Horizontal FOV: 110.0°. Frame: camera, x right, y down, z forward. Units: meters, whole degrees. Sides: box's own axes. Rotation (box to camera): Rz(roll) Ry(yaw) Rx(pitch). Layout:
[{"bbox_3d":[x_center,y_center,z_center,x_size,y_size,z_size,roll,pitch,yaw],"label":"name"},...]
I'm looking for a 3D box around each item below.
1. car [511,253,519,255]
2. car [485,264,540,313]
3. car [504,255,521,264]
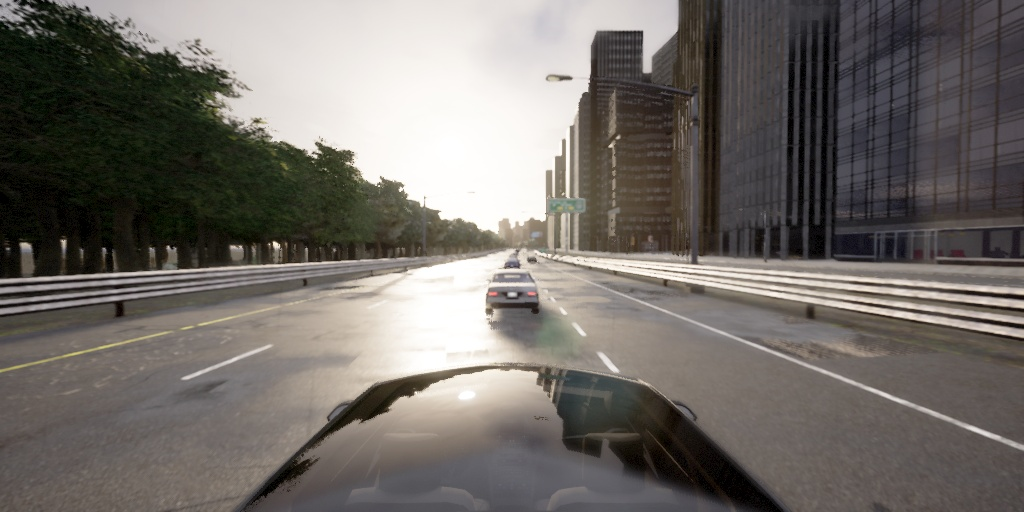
[{"bbox_3d":[0.145,0.640,59.860,1.837,1.490,4.892,0,1,0],"label":"car"},{"bbox_3d":[0.009,1.189,13.359,2.033,1.411,5.357,0,1,0],"label":"car"},{"bbox_3d":[0.039,0.882,41.330,1.812,1.442,4.674,0,1,0],"label":"car"}]
